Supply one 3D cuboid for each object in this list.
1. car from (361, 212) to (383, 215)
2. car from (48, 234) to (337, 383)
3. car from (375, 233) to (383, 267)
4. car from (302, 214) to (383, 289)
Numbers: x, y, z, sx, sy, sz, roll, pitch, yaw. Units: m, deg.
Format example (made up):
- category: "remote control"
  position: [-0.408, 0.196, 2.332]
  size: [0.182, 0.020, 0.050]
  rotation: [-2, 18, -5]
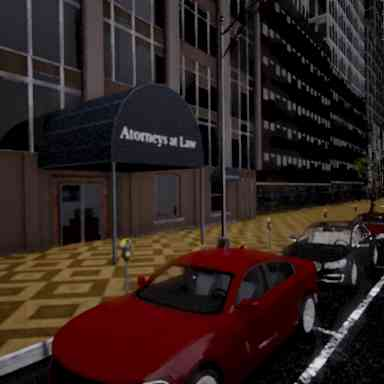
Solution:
- category: "car"
  position: [7.378, 1.501, 13.537]
  size: [1.802, 1.307, 4.206]
  rotation: [-1, 0, 38]
- category: "car"
  position: [0.336, 1.531, 4.614]
  size: [1.887, 1.381, 4.507]
  rotation: [-1, 0, 38]
- category: "car"
  position: [5.580, 1.495, 7.069]
  size: [2.033, 1.411, 5.357]
  rotation: [0, 0, 38]
- category: "car"
  position: [3.856, 1.503, 9.076]
  size: [2.008, 1.369, 4.403]
  rotation: [-1, 0, 38]
